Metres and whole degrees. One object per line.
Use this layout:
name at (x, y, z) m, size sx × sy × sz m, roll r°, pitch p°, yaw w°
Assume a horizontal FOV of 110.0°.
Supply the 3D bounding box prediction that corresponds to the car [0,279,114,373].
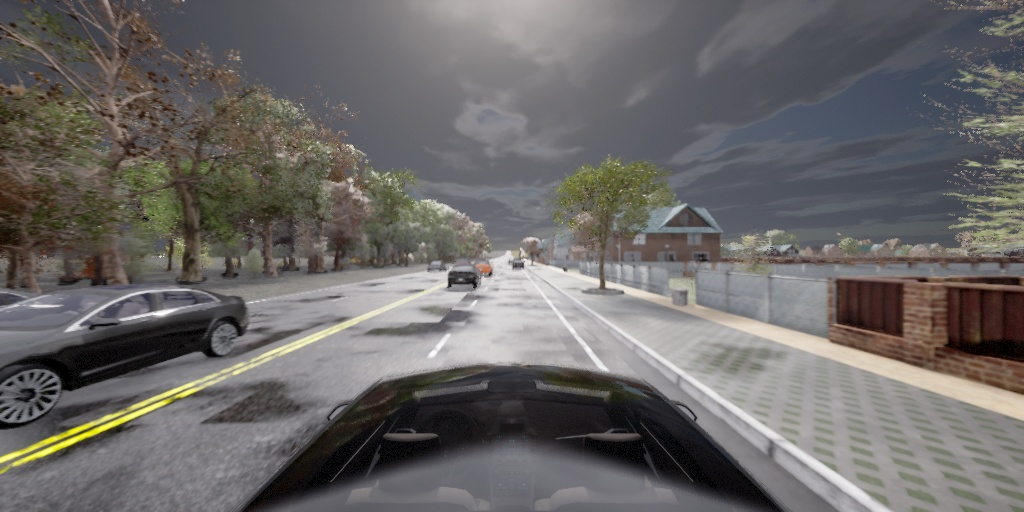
car at (-9.837, 1.246, 5.452) m, size 2.128 × 1.511 × 4.902 m, roll 0°, pitch 0°, yaw 0°

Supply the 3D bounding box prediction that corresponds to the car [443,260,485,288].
car at (-3.148, 1.280, 24.489) m, size 1.882 × 1.535 × 5.008 m, roll 0°, pitch 0°, yaw 0°

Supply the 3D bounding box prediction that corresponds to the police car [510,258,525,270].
police car at (0.996, 1.292, 57.301) m, size 1.930 × 1.638 × 5.238 m, roll 0°, pitch 0°, yaw 0°

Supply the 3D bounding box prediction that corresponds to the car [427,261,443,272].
car at (-9.803, 1.370, 46.977) m, size 1.812 × 1.442 × 4.674 m, roll 0°, pitch 0°, yaw 0°

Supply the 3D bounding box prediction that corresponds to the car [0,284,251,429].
car at (-6.587, 1.248, 5.714) m, size 2.128 × 1.511 × 4.902 m, roll 0°, pitch 0°, yaw 0°

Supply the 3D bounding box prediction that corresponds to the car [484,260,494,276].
car at (-3.142, 1.185, 39.389) m, size 2.097 × 1.767 × 4.553 m, roll 0°, pitch 0°, yaw 0°
